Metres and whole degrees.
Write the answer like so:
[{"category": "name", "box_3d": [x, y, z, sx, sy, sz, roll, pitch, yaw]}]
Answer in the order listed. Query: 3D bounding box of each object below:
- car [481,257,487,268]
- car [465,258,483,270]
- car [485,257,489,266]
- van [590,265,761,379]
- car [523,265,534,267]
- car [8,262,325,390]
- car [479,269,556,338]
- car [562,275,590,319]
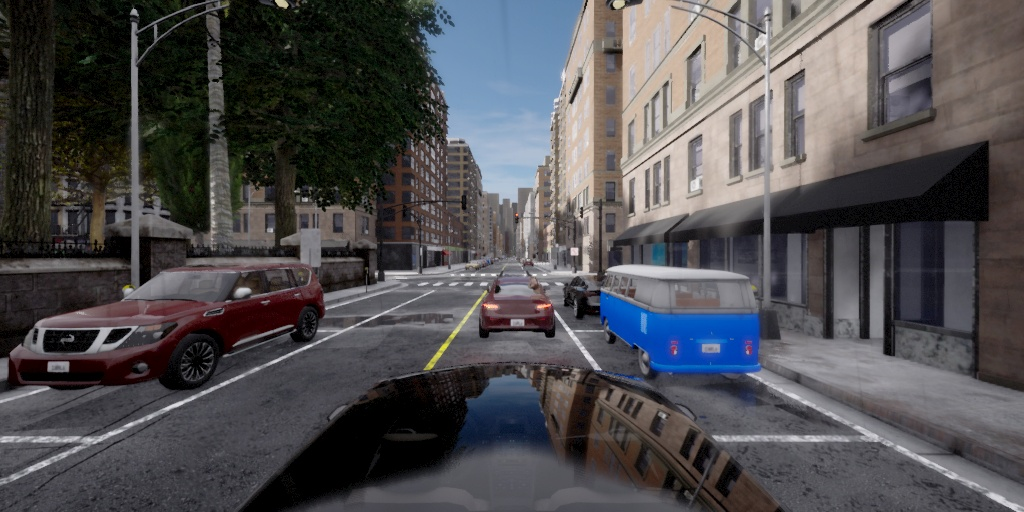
[{"category": "car", "box_3d": [-5.524, 1.270, 56.128, 2.007, 1.370, 4.403, 0, 0, 0]}, {"category": "car", "box_3d": [-5.539, 1.247, 50.508, 1.751, 1.417, 4.829, 0, 0, 0]}, {"category": "car", "box_3d": [-5.510, 1.263, 61.579, 1.888, 1.381, 4.507, 0, 0, 0]}, {"category": "van", "box_3d": [2.870, 1.090, 7.006, 1.690, 1.789, 3.998, 0, 0, 0]}, {"category": "car", "box_3d": [0.121, 1.344, 18.870, 1.895, 1.301, 4.718, 0, 0, -1]}, {"category": "car", "box_3d": [-5.654, 1.064, 6.989, 2.192, 1.841, 5.009, 0, 0, 0]}, {"category": "car", "box_3d": [0.127, 1.274, 10.048, 1.812, 1.442, 4.674, 0, 0, 0]}, {"category": "car", "box_3d": [2.886, 1.313, 12.667, 1.948, 1.339, 4.313, 0, 0, 0]}]
